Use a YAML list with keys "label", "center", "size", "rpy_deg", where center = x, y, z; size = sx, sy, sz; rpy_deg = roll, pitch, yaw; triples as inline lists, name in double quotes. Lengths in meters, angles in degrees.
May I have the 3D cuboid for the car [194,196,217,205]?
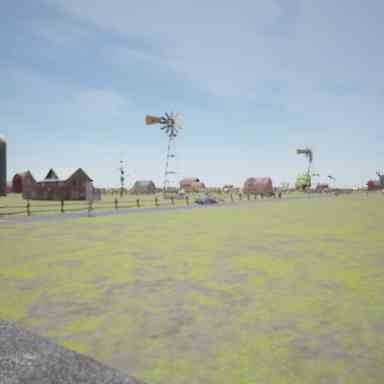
- label: "car"
  center: [2.170, 1.319, 52.645]
  size: [1.994, 1.385, 4.181]
  rpy_deg: [-1, 0, 35]
